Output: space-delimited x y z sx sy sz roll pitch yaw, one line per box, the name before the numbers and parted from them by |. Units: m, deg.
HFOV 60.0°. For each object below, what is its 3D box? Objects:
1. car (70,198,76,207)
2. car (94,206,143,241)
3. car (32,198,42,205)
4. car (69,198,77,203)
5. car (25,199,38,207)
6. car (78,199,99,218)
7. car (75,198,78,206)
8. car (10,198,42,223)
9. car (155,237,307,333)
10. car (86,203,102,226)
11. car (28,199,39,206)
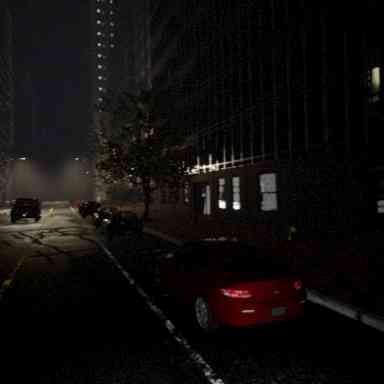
car | -20.419 1.977 59.627 1.887 1.381 4.507 -1 0 -22
car | -3.708 1.639 17.265 2.008 1.369 4.403 -1 0 -22
car | -38.659 2.357 83.034 1.887 1.381 4.507 -1 0 -22
car | -30.862 2.184 86.102 1.947 1.339 4.313 -1 0 -22
car | -32.392 2.247 67.147 1.887 1.381 4.507 -1 0 -22
car | -9.977 1.662 33.151 1.967 1.590 4.097 -1 0 -22
car | -12.066 1.706 38.446 1.967 1.590 4.097 -1 0 -22
car | -14.851 1.566 29.986 2.150 2.045 5.566 -1 0 -22
car | 0.469 1.570 6.675 1.802 1.307 4.206 -1 0 -22
car | -5.797 1.685 22.560 2.008 1.369 4.403 -1 0 -22
car | -34.481 2.321 72.444 1.802 1.307 4.206 -1 0 -22
